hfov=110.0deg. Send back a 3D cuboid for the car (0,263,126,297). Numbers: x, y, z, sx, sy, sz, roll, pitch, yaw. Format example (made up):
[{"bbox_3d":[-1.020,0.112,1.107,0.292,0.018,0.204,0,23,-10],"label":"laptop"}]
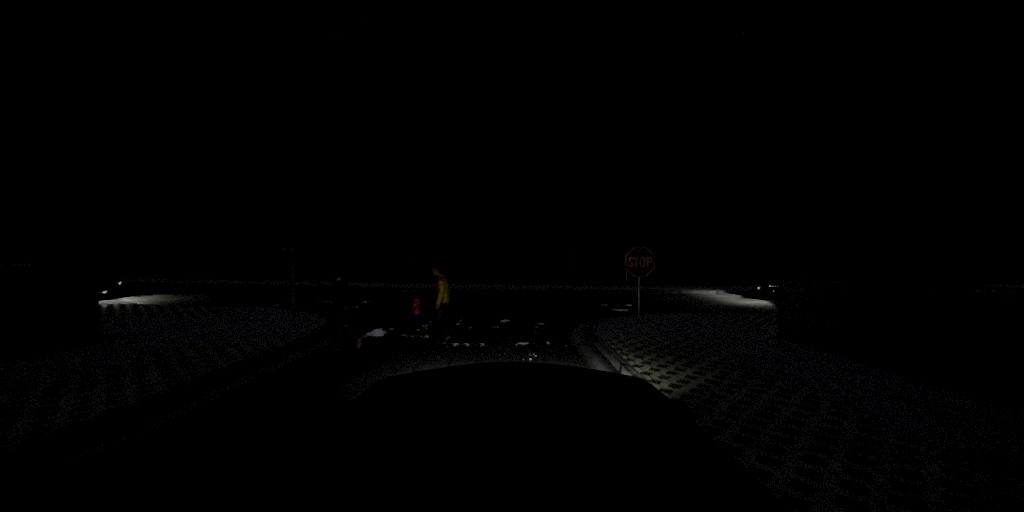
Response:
[{"bbox_3d":[-19.025,1.003,14.406,5.357,1.411,2.033,1,1,0],"label":"car"}]

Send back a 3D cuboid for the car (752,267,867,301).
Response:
[{"bbox_3d":[14.312,1.295,17.270,4.892,1.490,1.837,0,1,0],"label":"car"}]

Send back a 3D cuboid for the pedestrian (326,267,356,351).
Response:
[{"bbox_3d":[-3.624,1.046,7.496,0.375,1.860,0.375,-1,1,0],"label":"pedestrian"}]

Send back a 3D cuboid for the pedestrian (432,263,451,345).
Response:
[{"bbox_3d":[-1.583,1.047,8.097,0.375,1.860,0.375,-1,1,0],"label":"pedestrian"}]

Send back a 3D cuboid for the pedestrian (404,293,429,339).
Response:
[{"bbox_3d":[-2.329,1.047,8.696,0.375,1.860,0.375,-1,1,0],"label":"pedestrian"}]
